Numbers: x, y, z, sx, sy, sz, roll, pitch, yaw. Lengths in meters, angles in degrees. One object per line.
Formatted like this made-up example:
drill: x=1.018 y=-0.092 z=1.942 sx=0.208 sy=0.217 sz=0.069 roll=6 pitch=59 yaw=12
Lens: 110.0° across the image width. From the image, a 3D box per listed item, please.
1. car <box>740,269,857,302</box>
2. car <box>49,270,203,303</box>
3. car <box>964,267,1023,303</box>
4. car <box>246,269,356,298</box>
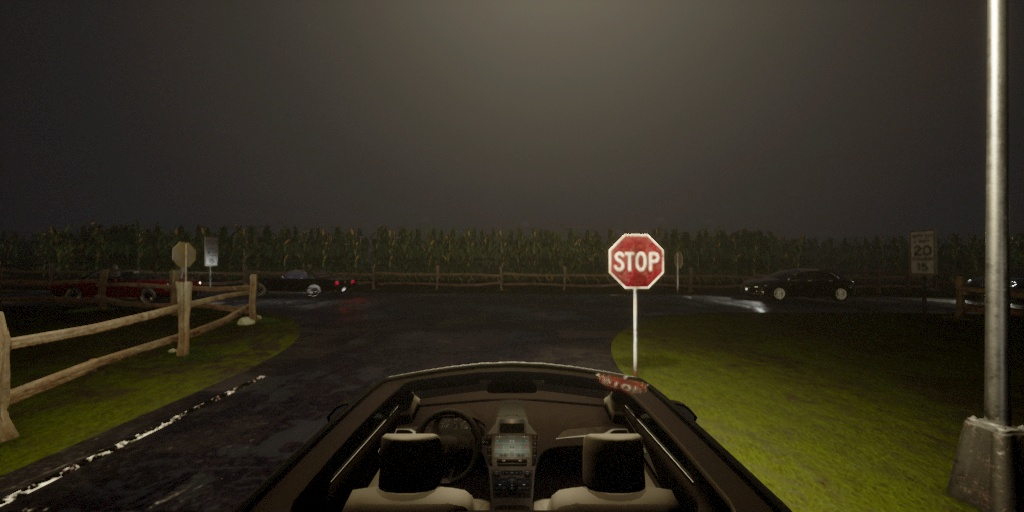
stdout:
car: x=13.880 y=1.390 z=17.532 sx=4.892 sy=1.490 sz=1.837 roll=0 pitch=-1 yaw=0
car: x=-15.591 y=1.218 z=14.745 sx=4.718 sy=1.301 sz=1.895 roll=0 pitch=-1 yaw=0
car: x=25.116 y=1.328 z=17.489 sx=4.553 sy=1.767 sz=2.097 roll=0 pitch=-1 yaw=0
car: x=-10.341 y=1.300 z=17.636 sx=4.718 sy=1.301 sz=1.895 roll=0 pitch=-1 yaw=8
